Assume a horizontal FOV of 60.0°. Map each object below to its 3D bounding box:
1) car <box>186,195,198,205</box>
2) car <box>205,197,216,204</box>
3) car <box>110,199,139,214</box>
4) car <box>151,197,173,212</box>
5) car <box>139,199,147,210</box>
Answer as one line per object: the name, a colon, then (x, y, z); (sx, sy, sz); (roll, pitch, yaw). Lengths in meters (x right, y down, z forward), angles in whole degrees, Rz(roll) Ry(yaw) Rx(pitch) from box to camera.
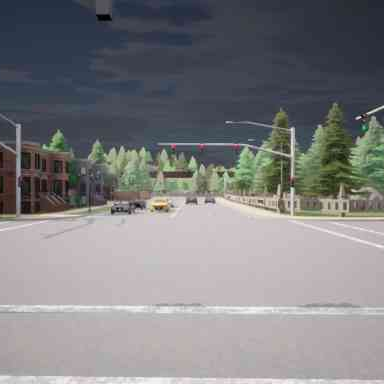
car: (-0.069, 1.352, 60.161); (2.097, 1.767, 4.553); (0, 0, 0)
car: (3.526, 1.564, 65.142); (1.994, 1.385, 4.181); (0, 0, 0)
car: (-7.137, 1.564, 34.791); (1.994, 1.385, 4.181); (0, 0, 0)
car: (-3.639, 1.477, 38.767); (1.882, 1.535, 5.008); (0, 0, 0)
car: (-7.136, 1.601, 43.543); (1.895, 1.301, 4.718); (0, 0, 0)
